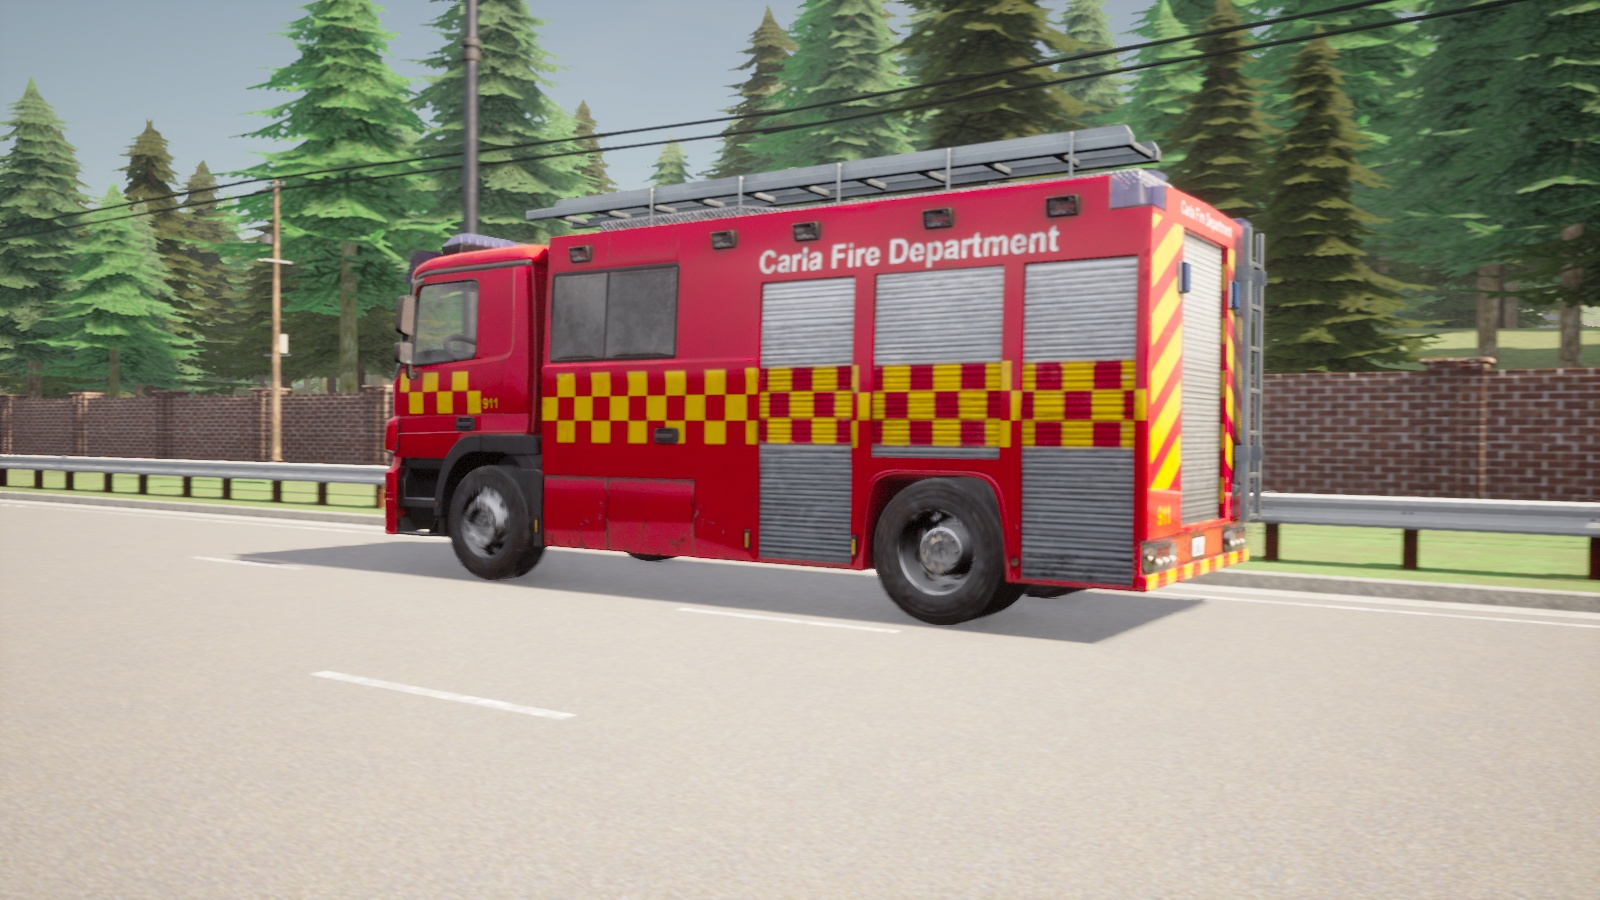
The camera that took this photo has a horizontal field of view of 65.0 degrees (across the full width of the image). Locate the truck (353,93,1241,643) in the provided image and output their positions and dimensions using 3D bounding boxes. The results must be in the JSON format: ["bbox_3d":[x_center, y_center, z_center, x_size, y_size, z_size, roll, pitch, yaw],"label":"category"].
[{"bbox_3d":[-0.423,-0.579,12.285,8.468,3.827,2.891,0,1,34],"label":"truck"}]
